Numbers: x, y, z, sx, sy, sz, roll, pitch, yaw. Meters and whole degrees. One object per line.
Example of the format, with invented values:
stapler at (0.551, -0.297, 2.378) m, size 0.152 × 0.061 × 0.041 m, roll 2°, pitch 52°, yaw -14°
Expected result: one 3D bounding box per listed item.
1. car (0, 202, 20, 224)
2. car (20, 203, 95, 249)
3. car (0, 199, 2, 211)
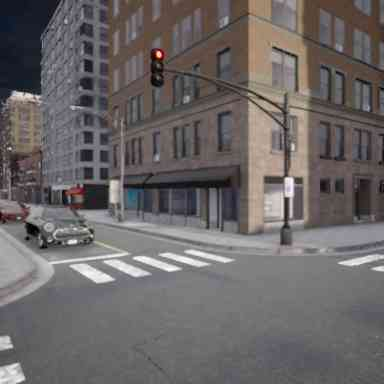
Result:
car at (-13.809, 1.563, 25.802) m, size 1.882 × 1.535 × 5.008 m, roll 0°, pitch 1°, yaw -36°
car at (-6.056, 1.395, 15.002) m, size 2.097 × 1.767 × 4.553 m, roll 0°, pitch 0°, yaw -36°
car at (-26.293, 1.647, 43.406) m, size 2.128 × 1.511 × 4.902 m, roll 0°, pitch 0°, yaw -35°
